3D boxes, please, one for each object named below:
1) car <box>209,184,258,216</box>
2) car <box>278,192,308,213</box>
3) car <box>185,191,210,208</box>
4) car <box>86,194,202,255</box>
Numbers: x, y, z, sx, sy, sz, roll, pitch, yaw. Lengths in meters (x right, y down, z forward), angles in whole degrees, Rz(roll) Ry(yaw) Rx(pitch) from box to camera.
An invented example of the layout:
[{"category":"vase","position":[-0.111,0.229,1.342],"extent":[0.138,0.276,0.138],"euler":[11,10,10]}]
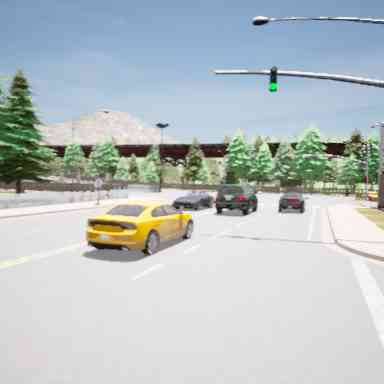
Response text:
[{"category":"car","position":[3.320,0.480,23.982],"extent":[2.150,2.045,5.566],"euler":[2,2,21]},{"category":"car","position":[8.056,0.797,26.536],"extent":[1.837,1.490,4.892],"euler":[2,2,22]},{"category":"car","position":[0.282,0.649,26.302],"extent":[2.033,1.411,5.357],"euler":[2,2,21]},{"category":"car","position":[-1.506,1.037,11.475],"extent":[1.882,1.535,5.008],"euler":[2,2,21]}]
